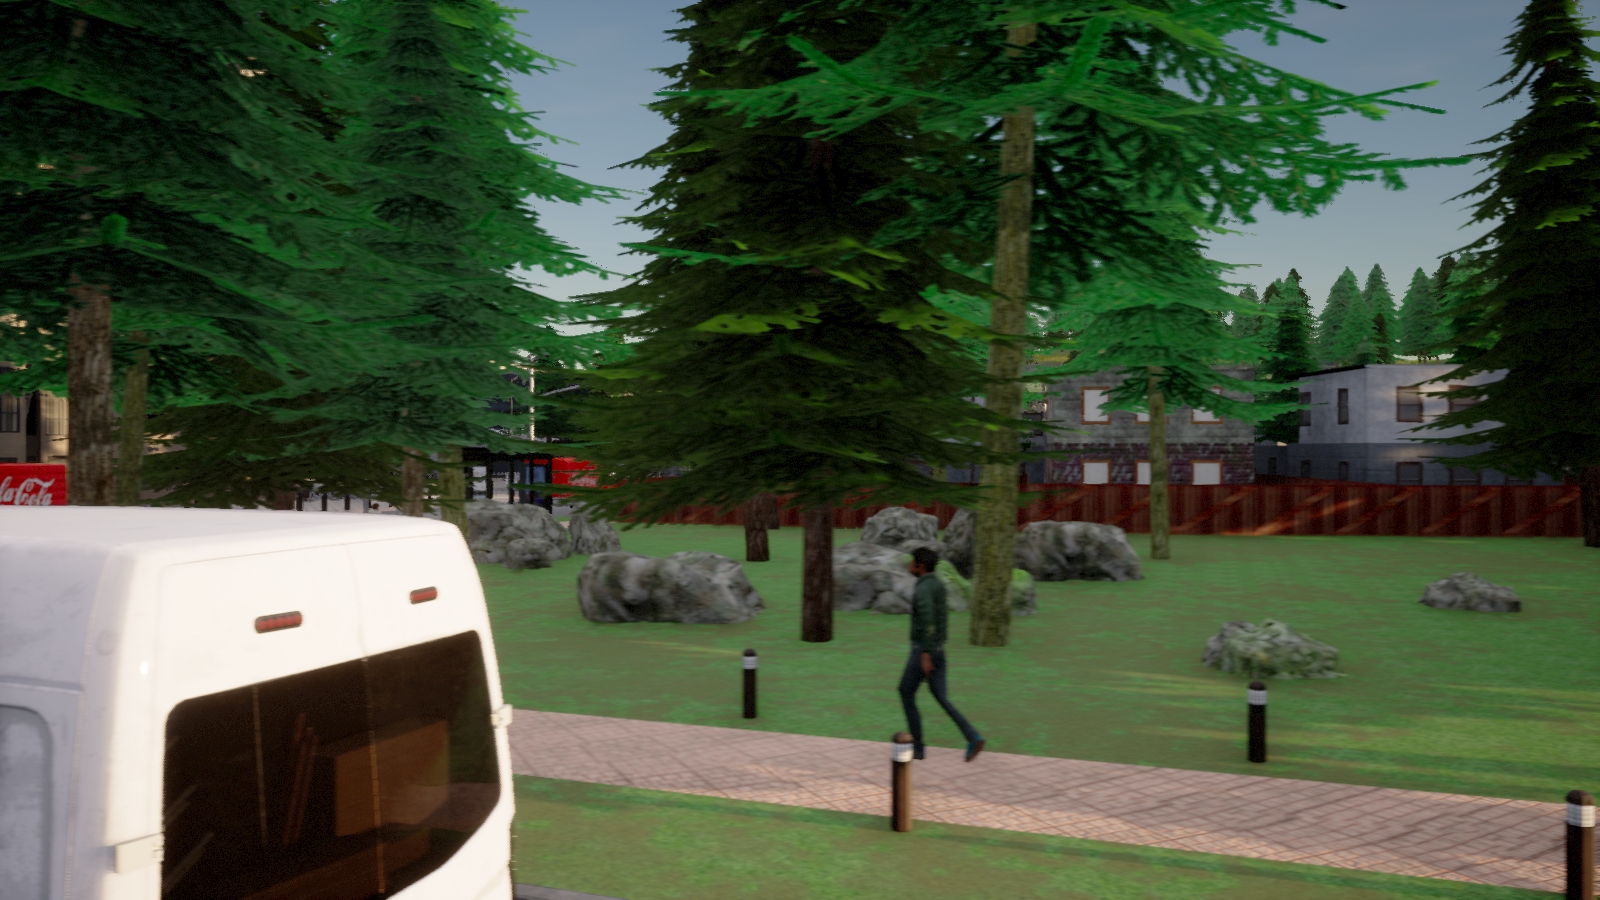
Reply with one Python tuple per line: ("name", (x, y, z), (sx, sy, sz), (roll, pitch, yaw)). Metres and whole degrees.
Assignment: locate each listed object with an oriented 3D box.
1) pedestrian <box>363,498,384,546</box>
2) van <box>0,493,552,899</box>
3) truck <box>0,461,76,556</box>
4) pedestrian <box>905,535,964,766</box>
("pedestrian", (-11.609, 1.956, 31.091), (0.375, 1.300, 0.375), (0, 0, 18))
("van", (-4.151, 1.501, 4.822), (5.915, 2.561, 1.988), (0, 0, 20))
("truck", (-22.458, 1.548, 30.070), (2.627, 2.467, 5.204), (0, 0, 21))
("pedestrian", (1.134, 1.661, 9.622), (0.375, 1.860, 0.375), (0, 0, 29))
